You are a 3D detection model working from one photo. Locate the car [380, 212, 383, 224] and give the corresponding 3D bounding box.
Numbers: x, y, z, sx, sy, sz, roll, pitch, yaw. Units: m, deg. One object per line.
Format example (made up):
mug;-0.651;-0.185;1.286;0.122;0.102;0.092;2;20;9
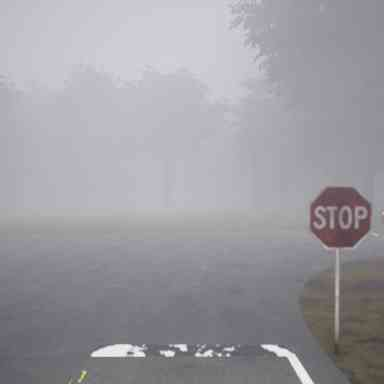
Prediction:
car;12.354;0.953;16.315;5.566;2.045;2.150;-1;1;-2
